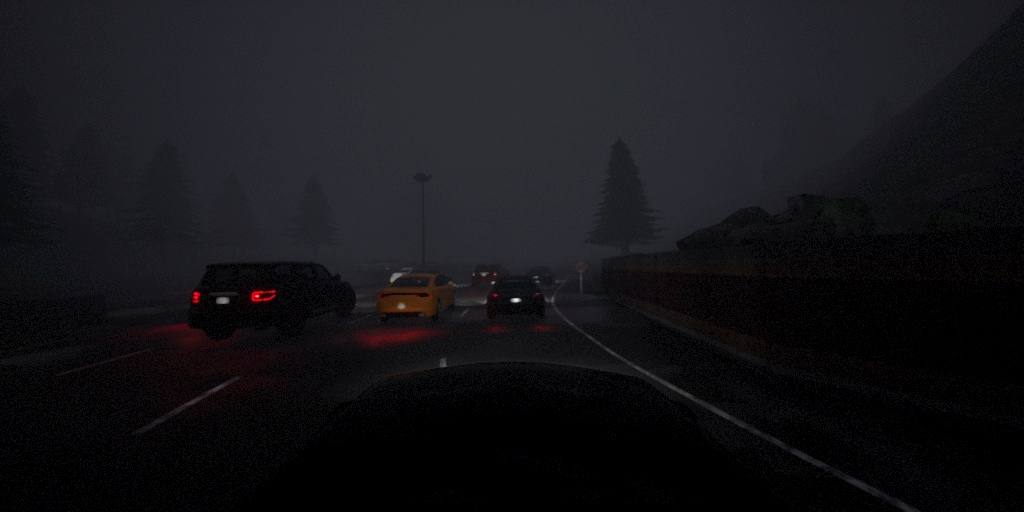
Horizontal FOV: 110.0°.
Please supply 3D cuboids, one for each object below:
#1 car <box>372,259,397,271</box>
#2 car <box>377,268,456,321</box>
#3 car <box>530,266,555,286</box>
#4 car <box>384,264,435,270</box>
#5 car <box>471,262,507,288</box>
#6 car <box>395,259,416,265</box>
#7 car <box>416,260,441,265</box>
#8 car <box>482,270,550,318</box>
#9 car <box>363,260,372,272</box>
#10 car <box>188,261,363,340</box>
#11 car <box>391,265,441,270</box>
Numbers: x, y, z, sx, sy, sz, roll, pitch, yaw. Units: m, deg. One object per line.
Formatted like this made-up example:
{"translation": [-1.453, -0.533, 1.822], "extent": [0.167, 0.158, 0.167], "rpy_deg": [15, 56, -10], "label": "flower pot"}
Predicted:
{"translation": [-20.140, 1.551, 59.270], "extent": [2.150, 2.045, 5.566], "rpy_deg": [-1, 1, 12], "label": "car"}
{"translation": [-3.350, 1.396, 13.384], "extent": [1.882, 1.535, 5.008], "rpy_deg": [-1, 0, 0], "label": "car"}
{"translation": [2.152, 1.474, 27.379], "extent": [1.994, 1.385, 4.181], "rpy_deg": [-1, 0, 12], "label": "car"}
{"translation": [-8.166, 1.670, 29.333], "extent": [1.812, 1.442, 4.674], "rpy_deg": [-1, 0, 11], "label": "car"}
{"translation": [-1.511, 1.341, 26.963], "extent": [2.097, 1.767, 4.553], "rpy_deg": [-1, 0, 12], "label": "car"}
{"translation": [-16.652, 1.727, 58.872], "extent": [1.882, 1.535, 5.008], "rpy_deg": [-1, 0, 12], "label": "car"}
{"translation": [-13.213, 1.522, 58.267], "extent": [2.097, 1.767, 4.553], "rpy_deg": [-1, 1, 12], "label": "car"}
{"translation": [0.146, 1.417, 13.571], "extent": [1.994, 1.385, 4.181], "rpy_deg": [-1, -1, 0], "label": "car"}
{"translation": [-23.651, 1.634, 59.521], "extent": [2.150, 2.045, 5.566], "rpy_deg": [-1, 1, 12], "label": "car"}
{"translation": [-6.876, 1.181, 11.099], "extent": [2.150, 2.045, 5.566], "rpy_deg": [-1, -1, -2], "label": "car"}
{"translation": [-5.671, 1.617, 24.118], "extent": [2.033, 1.411, 5.357], "rpy_deg": [-1, 0, 12], "label": "car"}
